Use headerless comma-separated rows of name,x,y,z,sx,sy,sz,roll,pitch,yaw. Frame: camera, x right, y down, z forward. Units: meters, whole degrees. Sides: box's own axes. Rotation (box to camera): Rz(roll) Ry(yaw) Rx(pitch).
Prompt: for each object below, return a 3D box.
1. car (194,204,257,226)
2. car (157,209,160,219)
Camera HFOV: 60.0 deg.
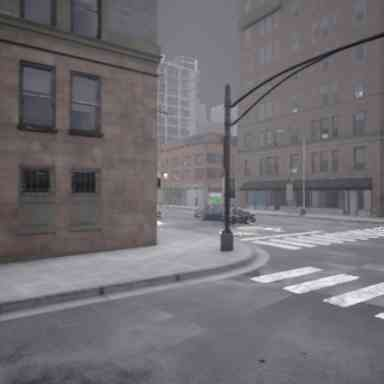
car,2.264,1.603,24.533,2.033,1.411,5.357,0,0,-35
car,-4.386,1.604,28.458,1.994,1.385,4.181,0,0,-35
